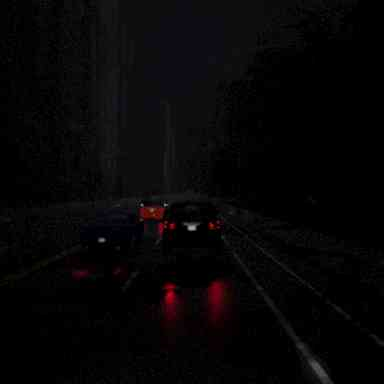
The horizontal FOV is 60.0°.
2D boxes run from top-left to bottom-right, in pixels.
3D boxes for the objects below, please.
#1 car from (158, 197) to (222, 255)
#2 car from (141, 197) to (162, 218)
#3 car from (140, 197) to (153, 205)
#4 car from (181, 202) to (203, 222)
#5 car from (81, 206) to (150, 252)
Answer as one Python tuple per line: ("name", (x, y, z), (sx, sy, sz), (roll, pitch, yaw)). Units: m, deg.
("car", (0.000, 1.327, 14.012), (2.150, 2.045, 5.566), (0, 0, 0))
("car", (-3.249, 1.541, 29.055), (2.097, 1.767, 4.553), (0, 0, 0))
("car", (-9.760, 1.907, 71.630), (2.033, 1.411, 5.357), (0, 0, 0))
("car", (0.002, 1.718, 29.356), (1.812, 1.442, 4.674), (0, 0, 0))
("car", (-3.244, 1.591, 14.475), (1.882, 1.535, 5.008), (0, 0, 0))
